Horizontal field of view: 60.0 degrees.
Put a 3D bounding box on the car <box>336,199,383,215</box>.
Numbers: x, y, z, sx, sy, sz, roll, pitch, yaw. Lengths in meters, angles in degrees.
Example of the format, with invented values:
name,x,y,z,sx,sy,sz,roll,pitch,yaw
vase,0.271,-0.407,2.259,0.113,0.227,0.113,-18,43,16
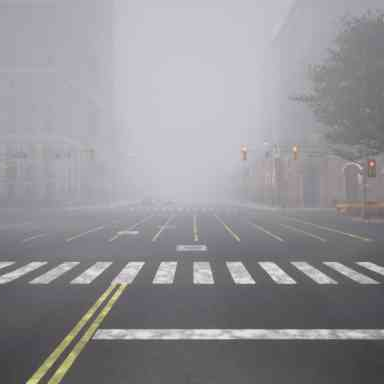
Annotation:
name,x,y,z,sx,sy,sz,roll,pitch,yaw
car,16.881,1.477,32.895,5.008,1.535,1.882,0,0,0

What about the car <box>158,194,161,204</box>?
name,x,y,z,sx,sy,sz,roll,pitch,yaw
car,-7.096,1.476,66.249,1.882,1.535,5.008,0,0,1

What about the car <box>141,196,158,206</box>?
name,x,y,z,sx,sy,sz,roll,pitch,yaw
car,-7.183,1.504,55.182,1.837,1.490,4.892,0,0,0

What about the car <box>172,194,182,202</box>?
name,x,y,z,sx,sy,sz,roll,pitch,yaw
car,-3.472,1.353,77.537,2.097,1.767,4.553,0,0,0

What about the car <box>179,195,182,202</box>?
name,x,y,z,sx,sy,sz,roll,pitch,yaw
car,-3.581,1.600,67.051,1.895,1.301,4.718,0,0,1

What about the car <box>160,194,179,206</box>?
name,x,y,z,sx,sy,sz,roll,pitch,yaw
car,-3.683,1.477,55.423,1.882,1.535,5.008,0,0,0

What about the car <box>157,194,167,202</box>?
name,x,y,z,sx,sy,sz,roll,pitch,yaw
car,-6.970,1.354,77.697,2.097,1.767,4.553,0,0,0
